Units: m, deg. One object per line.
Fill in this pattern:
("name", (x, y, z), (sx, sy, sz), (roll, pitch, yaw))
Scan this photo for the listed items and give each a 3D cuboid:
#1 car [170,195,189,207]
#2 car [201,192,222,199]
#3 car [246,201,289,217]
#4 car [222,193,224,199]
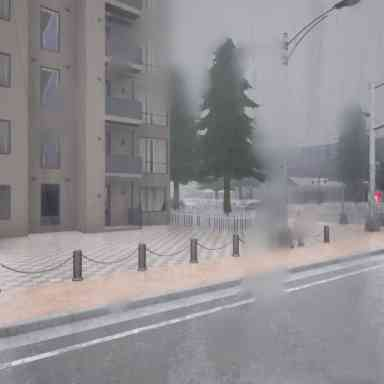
("car", (-3.246, 1.563, 50.381), (2.033, 1.411, 5.357), (0, 0, -37))
("car", (5.411, 1.113, 92.661), (1.932, 1.855, 4.605), (0, 0, -37))
("car", (6.901, 1.579, 30.877), (1.994, 1.385, 4.181), (0, 0, -37))
("car", (7.498, 1.092, 94.724), (1.905, 1.878, 3.866), (0, 0, -37))
